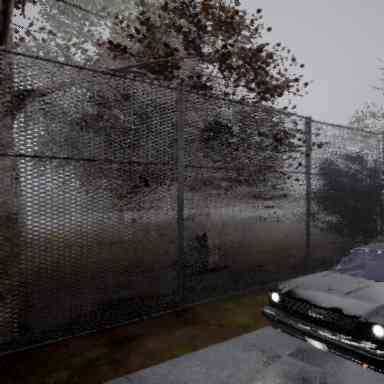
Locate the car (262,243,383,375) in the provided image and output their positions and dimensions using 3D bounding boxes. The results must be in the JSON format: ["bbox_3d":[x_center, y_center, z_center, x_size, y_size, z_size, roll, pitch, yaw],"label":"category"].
[{"bbox_3d":[3.364,1.599,5.457,4.718,1.301,1.895,0,0,-35],"label":"car"}]
